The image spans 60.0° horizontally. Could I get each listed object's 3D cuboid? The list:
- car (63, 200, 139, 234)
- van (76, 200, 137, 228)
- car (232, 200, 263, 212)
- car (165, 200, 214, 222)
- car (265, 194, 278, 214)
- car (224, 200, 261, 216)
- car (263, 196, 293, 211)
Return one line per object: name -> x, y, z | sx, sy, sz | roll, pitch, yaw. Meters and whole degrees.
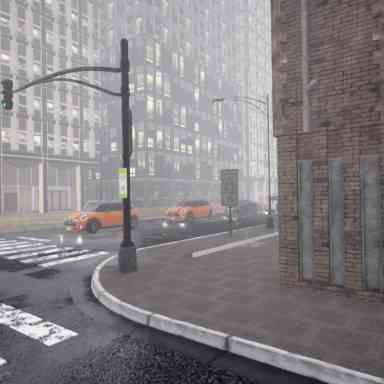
car -> -5.357, 1.420, 19.909 | 2.097, 1.767, 4.553 | -1, -1, 37
van -> -5.916, 1.465, 23.508 | 1.690, 1.788, 3.998 | -2, -1, 36
car -> 6.991, 1.693, 41.366 | 1.752, 1.417, 4.829 | -2, -1, 36
car -> -0.149, 1.436, 27.063 | 2.097, 1.767, 4.553 | -1, -1, 36
car -> 10.368, 1.270, 36.162 | 2.150, 2.045, 5.566 | -1, -1, 36
car -> 5.130, 1.594, 34.357 | 2.128, 1.511, 4.902 | -1, -1, 36
car -> 11.073, 1.475, 42.537 | 2.097, 1.767, 4.553 | -1, -1, 36
